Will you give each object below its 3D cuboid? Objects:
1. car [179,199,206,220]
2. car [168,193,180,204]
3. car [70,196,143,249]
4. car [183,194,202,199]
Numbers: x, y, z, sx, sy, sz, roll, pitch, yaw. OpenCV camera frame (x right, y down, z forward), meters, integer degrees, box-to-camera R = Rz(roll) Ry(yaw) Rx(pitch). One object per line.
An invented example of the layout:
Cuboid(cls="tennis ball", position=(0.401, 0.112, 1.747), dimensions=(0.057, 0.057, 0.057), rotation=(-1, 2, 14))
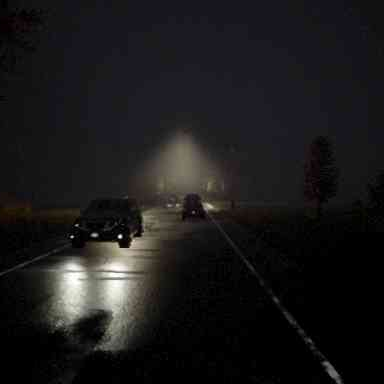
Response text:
Cuboid(cls="car", position=(0.115, 1.591, 28.407), dimensions=(1.994, 1.385, 4.181), rotation=(0, 0, 0))
Cuboid(cls="car", position=(-3.489, 1.285, 64.919), dimensions=(2.150, 2.045, 5.566), rotation=(0, 0, 0))
Cuboid(cls="car", position=(-3.593, 1.236, 15.030), dimensions=(2.150, 2.045, 5.566), rotation=(0, 0, 0))
Cuboid(cls="car", position=(0.088, 1.263, 42.633), dimensions=(2.150, 2.045, 5.566), rotation=(0, 0, 0))
